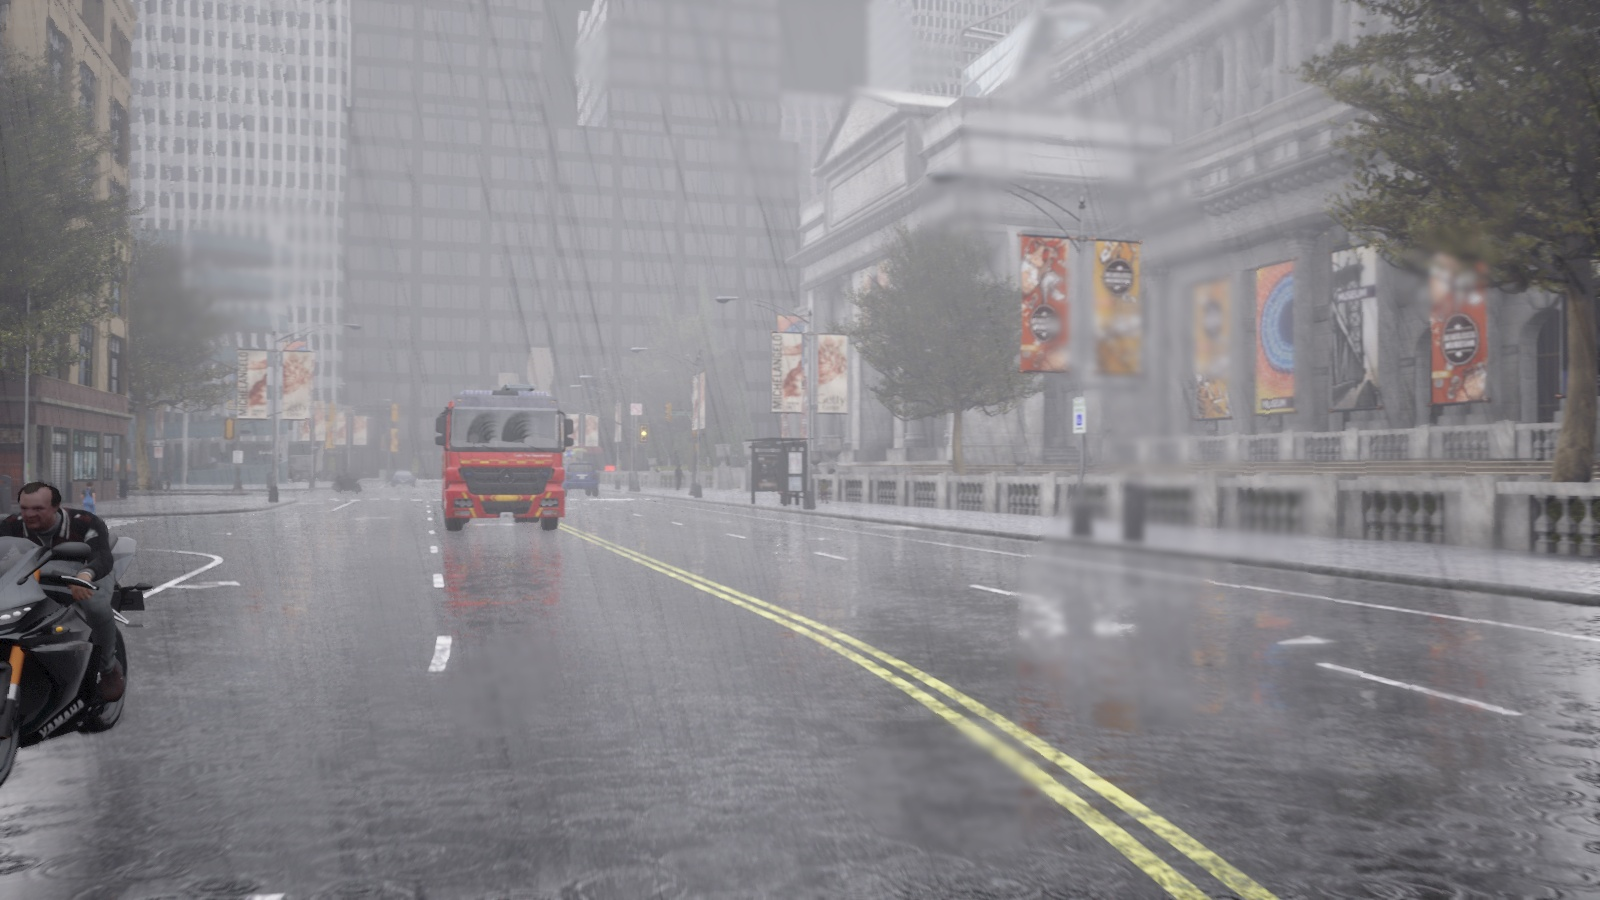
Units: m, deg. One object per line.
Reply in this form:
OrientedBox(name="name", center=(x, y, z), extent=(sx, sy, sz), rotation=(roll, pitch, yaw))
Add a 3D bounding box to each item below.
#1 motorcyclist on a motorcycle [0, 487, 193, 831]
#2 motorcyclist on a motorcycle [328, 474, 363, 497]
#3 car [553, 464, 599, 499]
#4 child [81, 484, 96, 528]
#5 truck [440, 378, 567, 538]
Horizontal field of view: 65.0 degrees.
OrientedBox(name="motorcyclist on a motorcycle", center=(-4.049, 0.982, 6.750), extent=(0.866, 1.530, 2.191), rotation=(0, -1, -10))
OrientedBox(name="motorcyclist on a motorcycle", center=(-29.640, 2.311, 81.908), extent=(2.044, 1.523, 0.797), rotation=(0, 0, 9))
OrientedBox(name="car", center=(-13.753, 1.885, 76.758), extent=(2.150, 2.045, 5.566), rotation=(0, -1, -17))
OrientedBox(name="child", center=(-20.627, 1.610, 36.418), extent=(0.270, 1.263, 0.437), rotation=(0, -1, -13))
OrientedBox(name="truck", center=(-8.334, 0.268, 34.520), extent=(2.891, 3.827, 8.468), rotation=(0, -1, -17))
